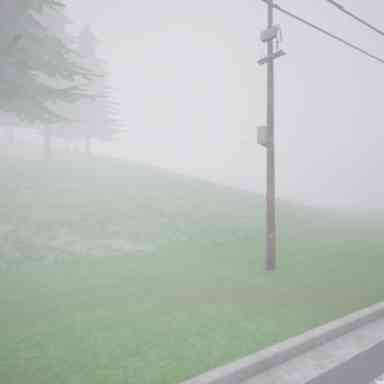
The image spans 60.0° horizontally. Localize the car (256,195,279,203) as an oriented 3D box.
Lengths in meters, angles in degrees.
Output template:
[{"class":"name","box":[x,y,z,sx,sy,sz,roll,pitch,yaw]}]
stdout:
[{"class":"car","box":[14.579,1.276,64.795,1.882,1.535,5.008,0,0,-35]}]
